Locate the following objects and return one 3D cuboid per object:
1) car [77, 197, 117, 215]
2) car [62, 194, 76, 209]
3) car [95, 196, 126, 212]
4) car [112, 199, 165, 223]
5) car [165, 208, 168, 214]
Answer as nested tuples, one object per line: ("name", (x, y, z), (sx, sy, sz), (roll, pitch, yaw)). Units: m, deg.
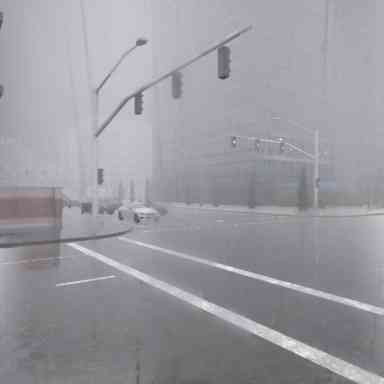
("car", (-9.476, 1.352, 33.222), (2.097, 1.767, 4.553), (0, 0, -36))
("car", (-18.053, 1.223, 45.203), (2.150, 2.045, 5.566), (0, 0, -36))
("car", (-9.740, 1.352, 39.598), (2.097, 1.767, 4.553), (0, 0, -36))
("car", (-4.250, 1.526, 25.923), (1.812, 1.442, 4.674), (0, 0, -36))
("car", (-4.360, 1.547, 32.085), (2.033, 1.411, 5.357), (0, 0, -36))
